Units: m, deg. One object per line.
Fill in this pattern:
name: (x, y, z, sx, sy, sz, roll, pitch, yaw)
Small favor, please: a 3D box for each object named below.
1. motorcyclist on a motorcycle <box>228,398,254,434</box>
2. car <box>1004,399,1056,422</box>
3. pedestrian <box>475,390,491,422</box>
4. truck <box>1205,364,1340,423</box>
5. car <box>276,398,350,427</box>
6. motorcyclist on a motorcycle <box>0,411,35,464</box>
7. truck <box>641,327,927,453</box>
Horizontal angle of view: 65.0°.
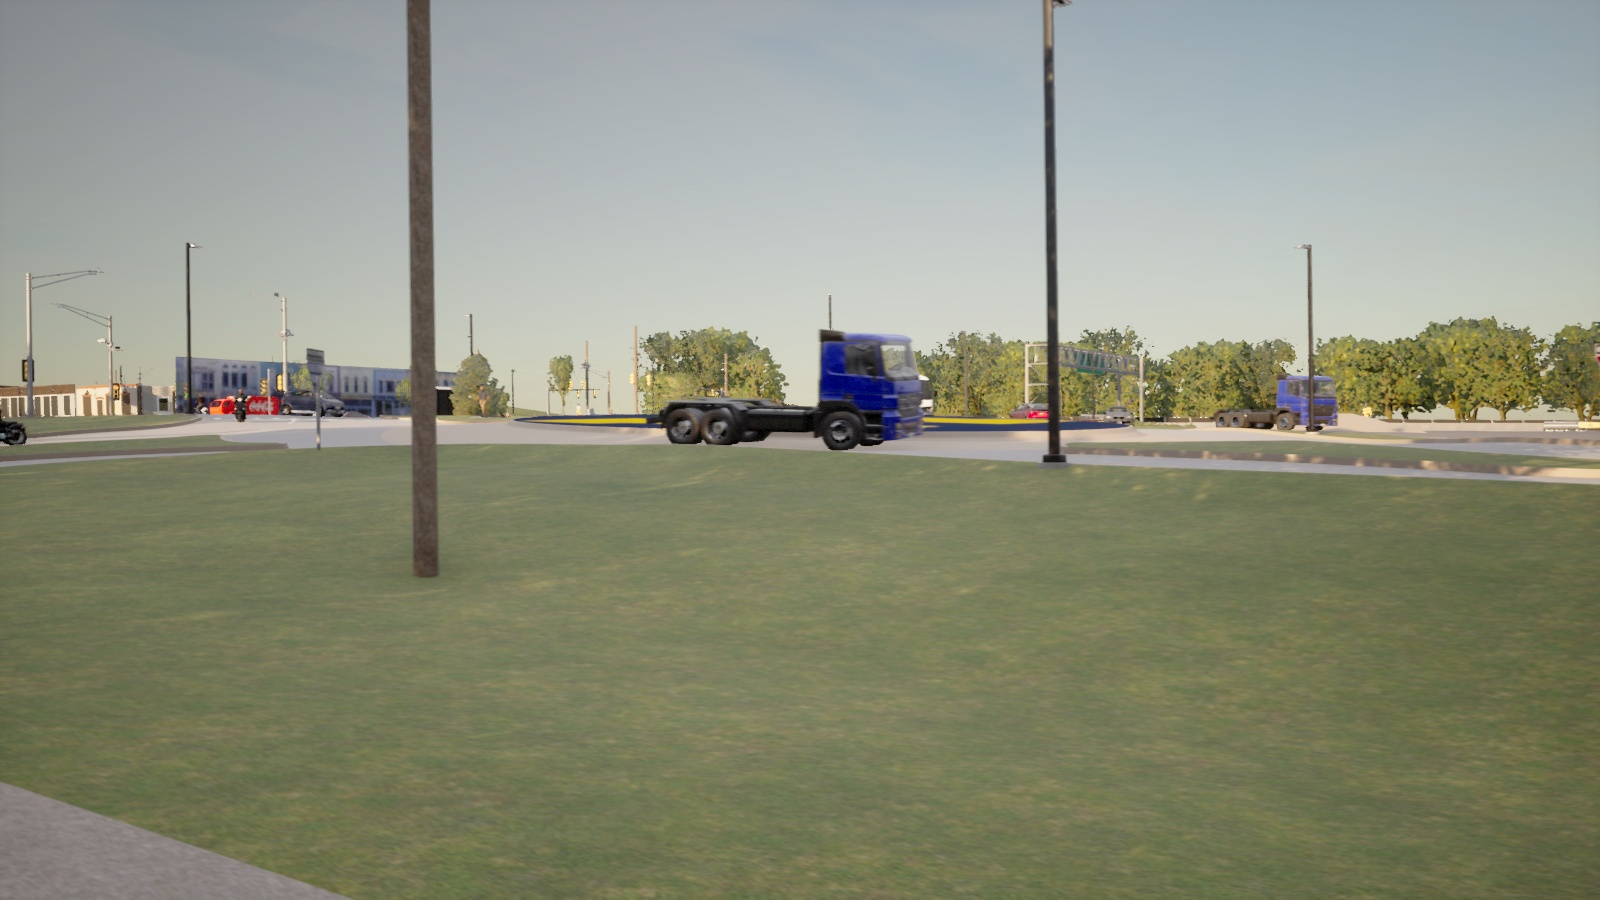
motorcyclist on a motorcycle: (-25.813, -1.583, 57.997, 0.866, 1.590, 1.817, -2, 3, -17)
car: (15.492, -2.701, 84.857, 2.007, 1.525, 4.514, 0, 3, -9)
pedestrian: (-18.318, -2.531, 72.580, 0.540, 1.848, 0.694, -2, 0, 13)
truck: (29.016, -3.417, 77.504, 2.891, 3.462, 7.936, -1, 2, -26)
car: (-27.984, -2.166, 72.161, 3.705, 1.549, 1.789, 2, 1, 24)
motorcyclist on a motorcycle: (-26.261, -0.352, 40.679, 0.766, 1.649, 2.350, -2, 5, 25)
truck: (-0.489, -1.829, 37.281, 7.936, 3.462, 2.891, 1, 5, 23)
